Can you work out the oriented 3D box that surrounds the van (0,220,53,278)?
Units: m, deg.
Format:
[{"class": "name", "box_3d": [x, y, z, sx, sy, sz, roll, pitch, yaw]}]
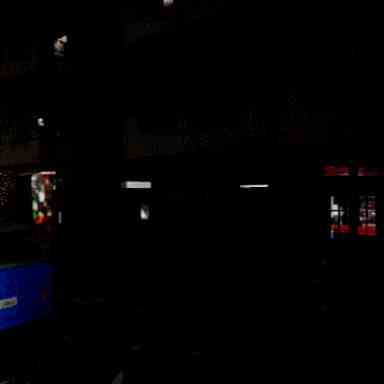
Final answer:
[{"class": "van", "box_3d": [-4.120, 1.345, 5.815, 3.998, 1.788, 1.690, 0, 0, 35]}]

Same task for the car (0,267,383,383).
[{"class": "car", "box_3d": [0.465, 1.545, 2.546, 4.507, 1.381, 1.887, 0, 0, 35]}]
